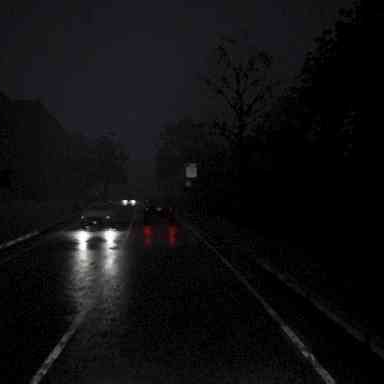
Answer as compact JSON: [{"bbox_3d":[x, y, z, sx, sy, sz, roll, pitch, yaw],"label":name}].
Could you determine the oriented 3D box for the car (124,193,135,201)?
[{"bbox_3d":[-11.760,0.927,62.662,1.895,1.301,4.718,1,1,-8],"label":"car"}]

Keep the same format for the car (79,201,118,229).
[{"bbox_3d":[-5.637,1.310,20.486,1.812,1.442,4.674,0,2,-8],"label":"car"}]

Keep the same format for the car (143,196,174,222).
[{"bbox_3d":[-2.495,1.166,24.428,2.097,1.767,4.553,1,1,-8],"label":"car"}]

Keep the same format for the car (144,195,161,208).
[{"bbox_3d":[-5.131,1.149,42.500,2.033,1.411,5.357,1,1,-8],"label":"car"}]
